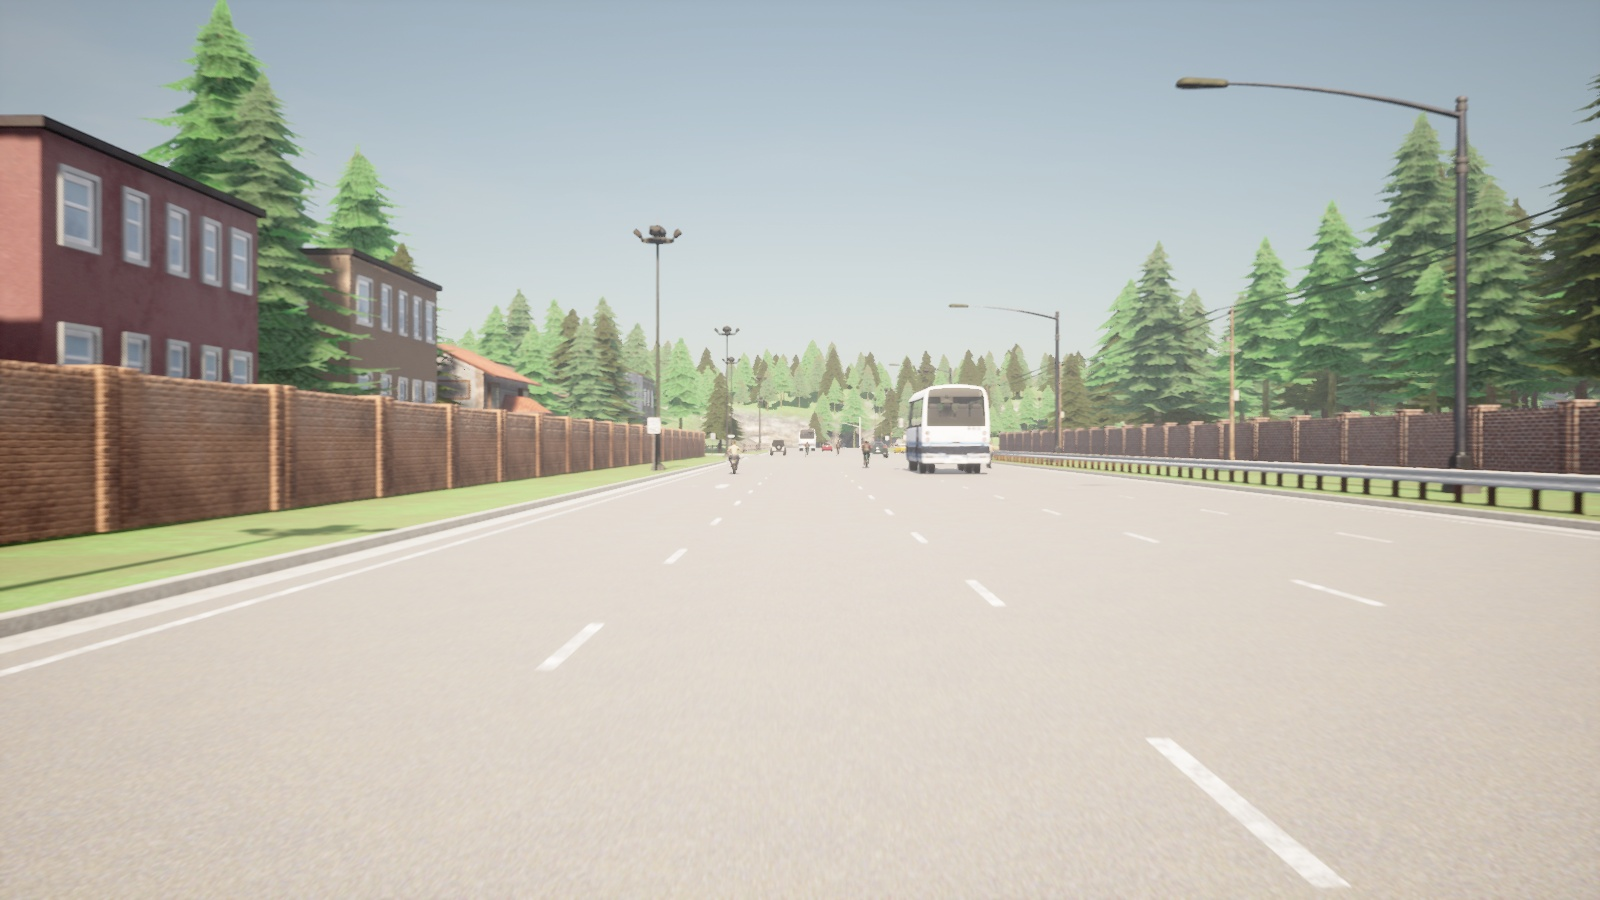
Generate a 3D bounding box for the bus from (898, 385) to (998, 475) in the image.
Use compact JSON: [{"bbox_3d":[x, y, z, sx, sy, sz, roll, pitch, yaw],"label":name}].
[{"bbox_3d":[7.382,-0.982,64.327,3.944,4.253,10.273,0,0,0],"label":"bus"}]
